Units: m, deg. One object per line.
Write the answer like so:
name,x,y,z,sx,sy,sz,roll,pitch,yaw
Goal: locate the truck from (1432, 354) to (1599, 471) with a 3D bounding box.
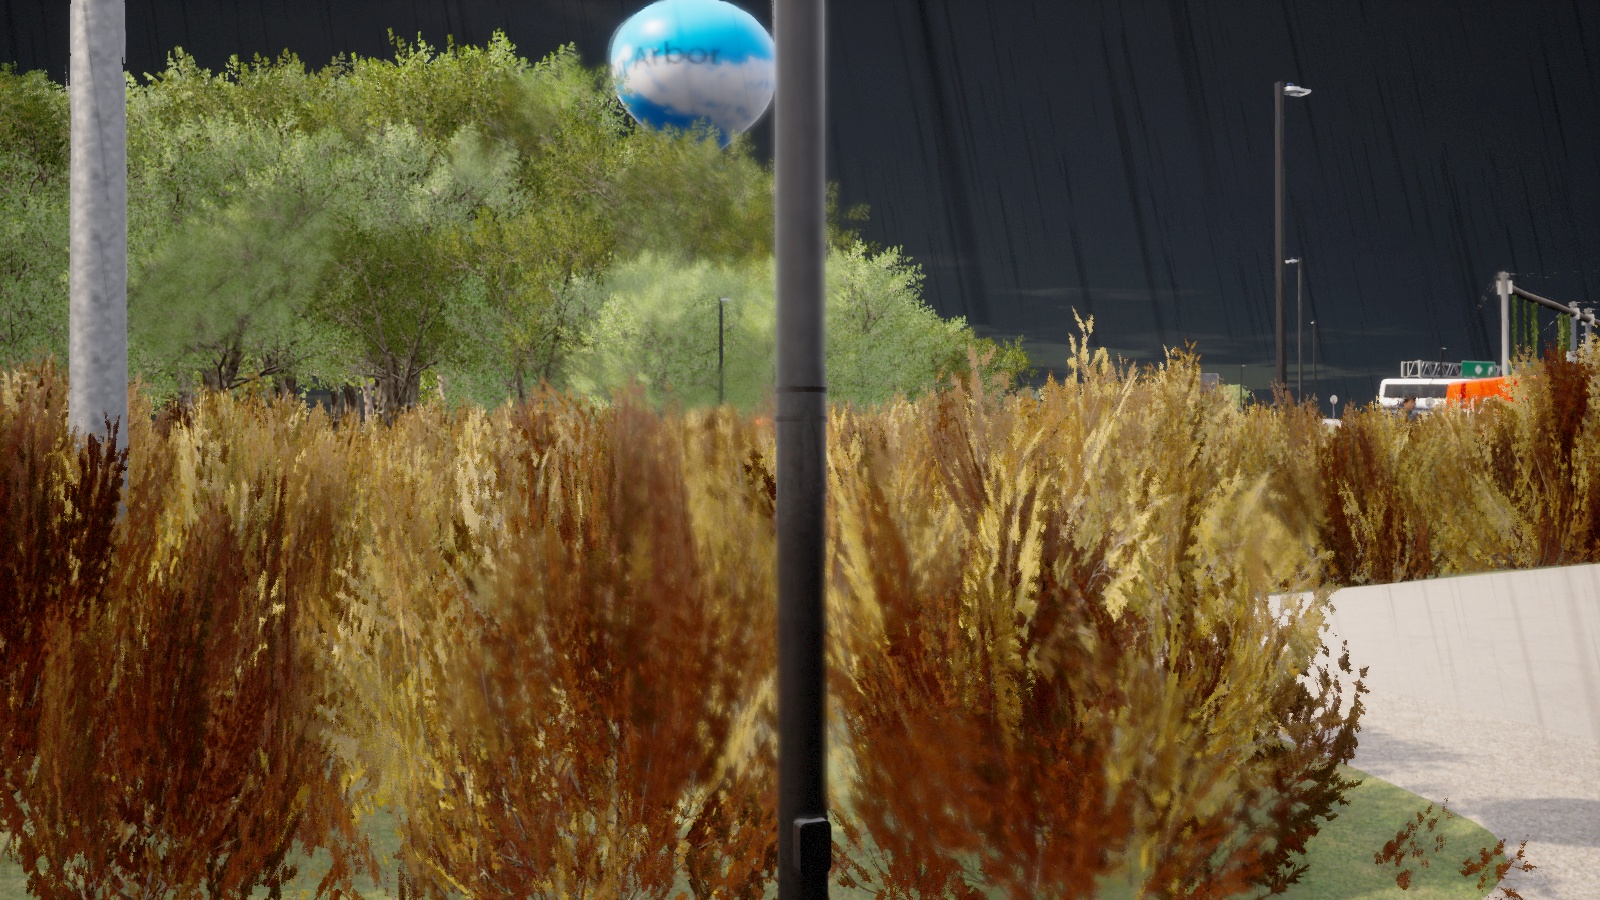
truck,17.180,-0.847,29.186,2.627,2.467,5.204,-1,1,4
